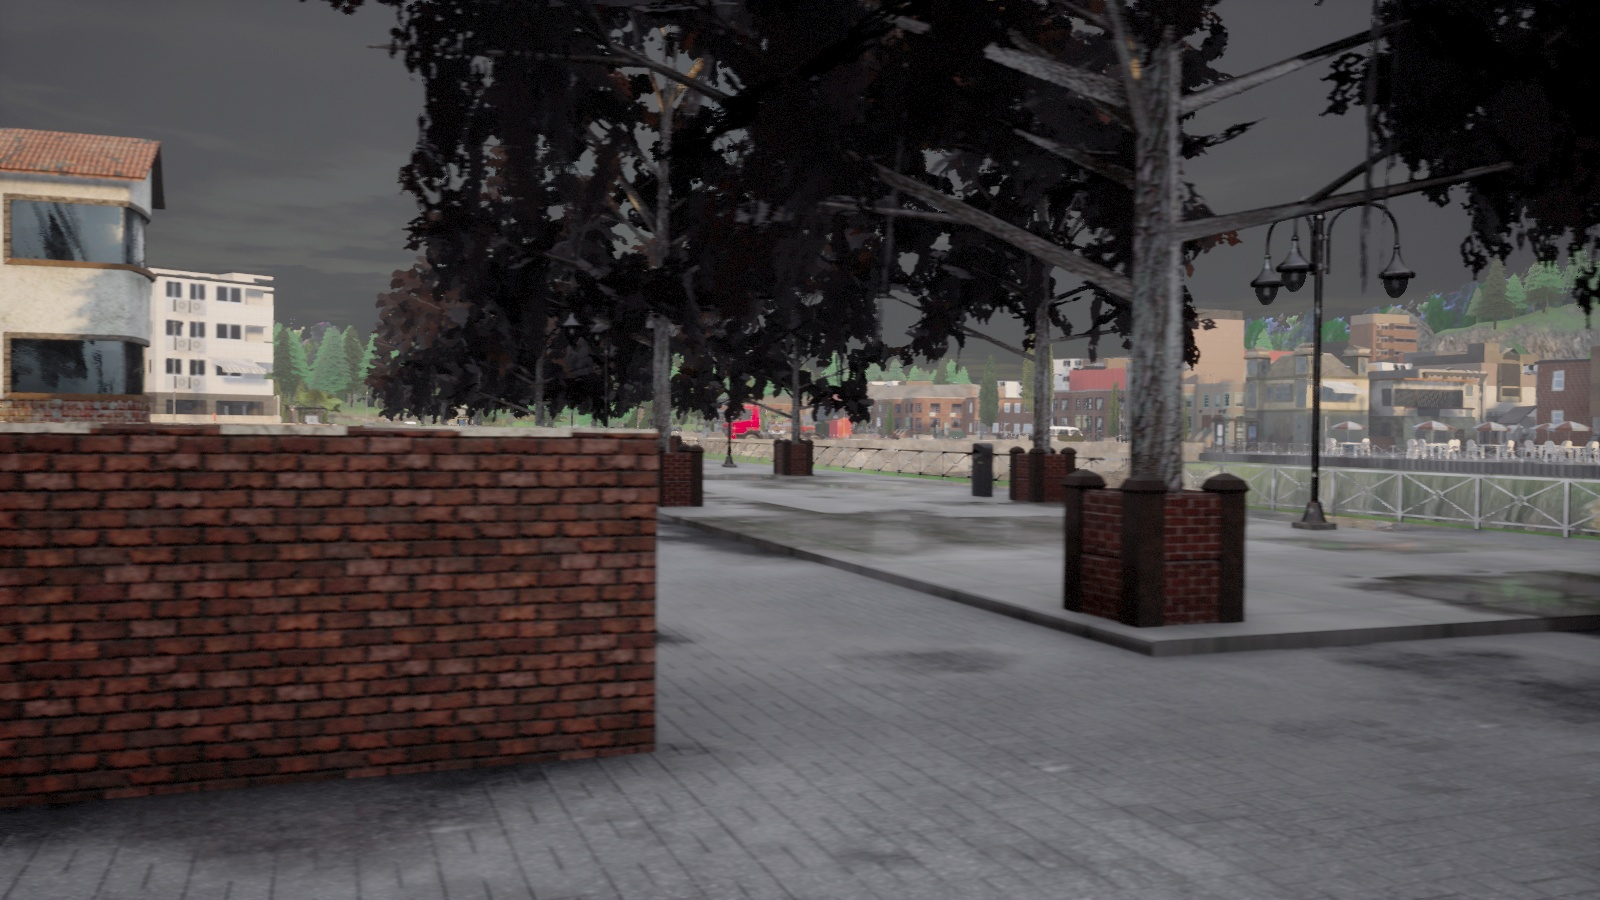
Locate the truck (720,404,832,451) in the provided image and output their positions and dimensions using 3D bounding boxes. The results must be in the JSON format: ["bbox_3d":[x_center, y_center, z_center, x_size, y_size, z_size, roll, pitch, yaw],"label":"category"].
[{"bbox_3d":[-1.819,-1.717,95.445,7.936,3.462,2.891,-1,1,-19],"label":"truck"}]
